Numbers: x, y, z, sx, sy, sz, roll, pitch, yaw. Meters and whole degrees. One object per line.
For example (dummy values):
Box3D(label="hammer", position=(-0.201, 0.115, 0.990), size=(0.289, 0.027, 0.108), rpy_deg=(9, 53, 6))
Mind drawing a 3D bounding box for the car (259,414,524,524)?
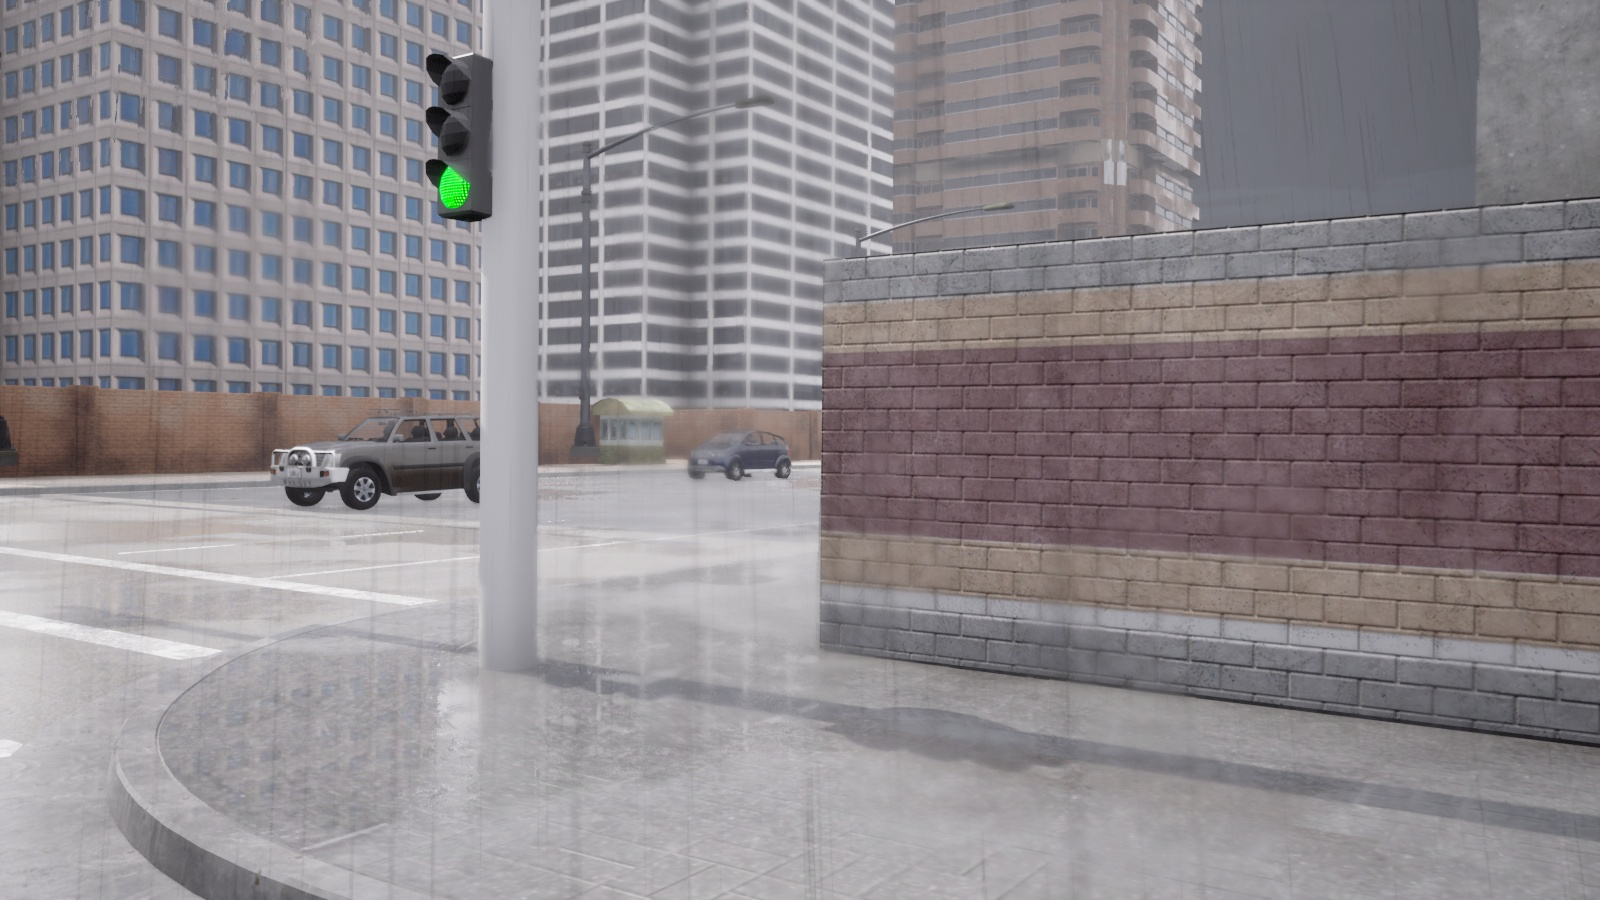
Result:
Box3D(label="car", position=(-7.756, 0.282, 24.280), size=(1.932, 1.855, 4.605), rpy_deg=(0, 2, 34))

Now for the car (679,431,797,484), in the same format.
Box3D(label="car", position=(-1.889, 0.192, 39.184), size=(1.789, 1.549, 3.705), rpy_deg=(0, 1, 34))
